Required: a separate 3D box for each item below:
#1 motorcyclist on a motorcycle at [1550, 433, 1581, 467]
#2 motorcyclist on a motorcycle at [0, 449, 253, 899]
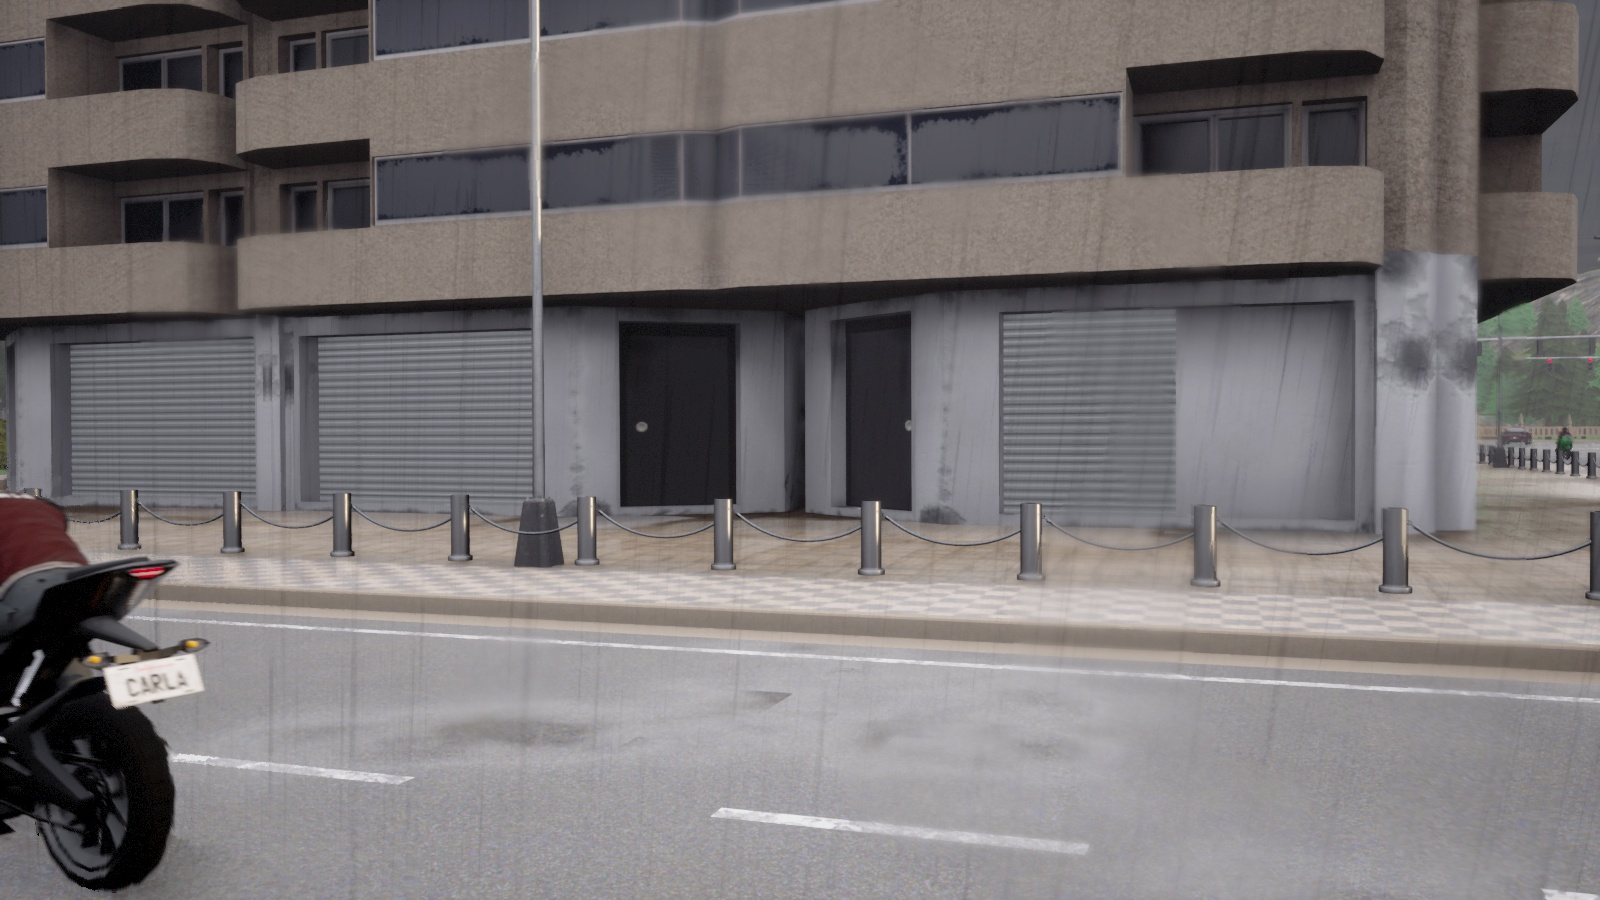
[{"bbox_3d":[34.892,-0.033,57.276,0.797,1.523,2.044,1,1,19],"label":"motorcyclist on a motorcycle"},{"bbox_3d":[-3.182,0.773,4.802,2.191,1.530,0.866,1,1,30],"label":"motorcyclist on a motorcycle"}]
